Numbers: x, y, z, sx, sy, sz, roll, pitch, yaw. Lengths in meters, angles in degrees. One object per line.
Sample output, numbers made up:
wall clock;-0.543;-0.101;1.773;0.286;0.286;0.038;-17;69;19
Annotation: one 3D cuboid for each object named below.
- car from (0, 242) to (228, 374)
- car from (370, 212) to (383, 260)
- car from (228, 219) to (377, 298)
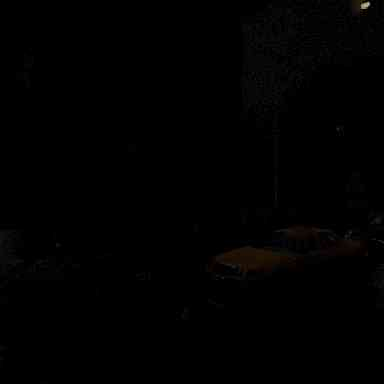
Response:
car;-1.734;1.566;5.414;4.313;1.339;1.947;0;0;-36
car;7.109;1.441;11.745;4.097;1.590;1.967;0;0;-36
car;2.549;1.525;8.481;4.829;1.417;1.752;0;0;-36
